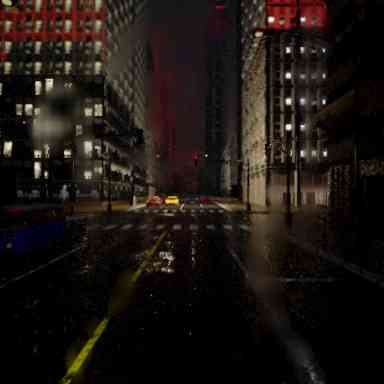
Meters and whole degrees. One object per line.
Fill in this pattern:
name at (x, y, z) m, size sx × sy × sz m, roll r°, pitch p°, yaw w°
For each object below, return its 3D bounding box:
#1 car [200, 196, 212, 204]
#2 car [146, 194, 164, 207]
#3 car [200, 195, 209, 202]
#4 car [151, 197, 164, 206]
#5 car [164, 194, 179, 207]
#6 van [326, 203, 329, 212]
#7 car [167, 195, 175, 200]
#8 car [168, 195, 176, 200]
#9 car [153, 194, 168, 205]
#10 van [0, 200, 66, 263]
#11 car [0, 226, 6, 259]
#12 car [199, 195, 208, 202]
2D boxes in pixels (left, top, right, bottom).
car at (2.714, 1.523, 60.870) m, size 1.802 × 1.307 × 4.206 m, roll 1°, pitch 0°, yaw 0°
car at (-5.665, 1.393, 49.659) m, size 1.967 × 1.590 × 4.097 m, roll 1°, pitch 0°, yaw 0°
car at (2.718, 1.456, 72.196) m, size 1.752 × 1.417 × 4.829 m, roll 1°, pitch 0°, yaw 0°
car at (-5.667, 1.529, 55.234) m, size 1.802 × 1.307 × 4.206 m, roll 1°, pitch 0°, yaw 0°
car at (-2.990, 1.465, 50.545) m, size 1.882 × 1.535 × 5.008 m, roll 0°, pitch 2°, yaw 0°
van at (15.990, 1.419, 34.164) m, size 3.998 × 1.788 × 1.690 m, roll 0°, pitch -1°, yaw 0°
car at (-5.661, 1.461, 88.685) m, size 1.887 × 1.381 × 4.507 m, roll 1°, pitch 0°, yaw 0°
car at (-5.660, 1.462, 94.260) m, size 2.008 × 1.369 × 4.403 m, roll 1°, pitch 0°, yaw 0°
car at (-5.661, 1.257, 60.809) m, size 2.192 × 1.841 × 5.009 m, roll 1°, pitch 0°, yaw 0°
van at (-5.806, 1.330, 11.593) m, size 1.690 × 1.788 × 3.998 m, roll 1°, pitch 0°, yaw 0°
car at (-5.642, 1.561, 6.052) m, size 1.947 × 1.339 × 4.313 m, roll 1°, pitch 0°, yaw 0°
car at (2.717, 1.492, 77.603) m, size 1.947 × 1.339 × 4.313 m, roll 1°, pitch 0°, yaw 0°
